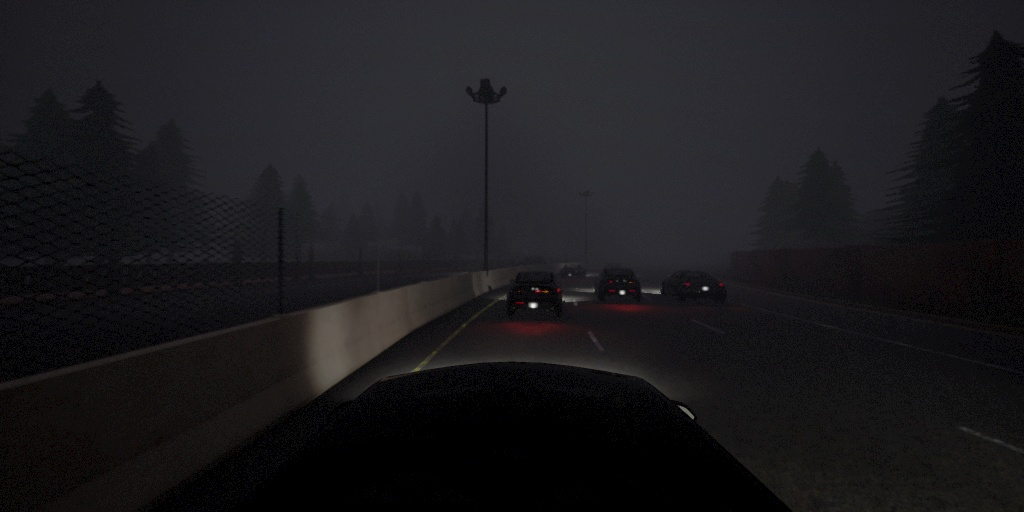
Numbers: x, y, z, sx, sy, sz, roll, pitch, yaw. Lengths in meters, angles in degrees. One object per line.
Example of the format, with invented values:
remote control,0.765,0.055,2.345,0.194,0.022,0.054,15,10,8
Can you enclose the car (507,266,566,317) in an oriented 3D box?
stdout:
car,0.940,1.282,13.471,1.837,1.490,4.892,0,0,7

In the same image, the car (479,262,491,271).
car,-2.789,1.448,50.033,1.895,1.301,4.718,0,0,26

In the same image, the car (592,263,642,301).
car,5.102,1.301,17.674,1.837,1.490,4.892,0,0,10

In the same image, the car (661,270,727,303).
car,8.581,1.366,17.268,1.994,1.385,4.181,0,0,10

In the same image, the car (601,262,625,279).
car,9.949,1.369,35.061,1.812,1.442,4.674,0,0,21

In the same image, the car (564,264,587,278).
car,6.018,1.434,34.677,1.895,1.301,4.718,0,0,20

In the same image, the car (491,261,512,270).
car,-0.261,1.394,47.383,2.033,1.411,5.357,0,0,25

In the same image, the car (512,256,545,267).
car,2.448,1.069,44.856,2.150,2.045,5.566,0,0,25
